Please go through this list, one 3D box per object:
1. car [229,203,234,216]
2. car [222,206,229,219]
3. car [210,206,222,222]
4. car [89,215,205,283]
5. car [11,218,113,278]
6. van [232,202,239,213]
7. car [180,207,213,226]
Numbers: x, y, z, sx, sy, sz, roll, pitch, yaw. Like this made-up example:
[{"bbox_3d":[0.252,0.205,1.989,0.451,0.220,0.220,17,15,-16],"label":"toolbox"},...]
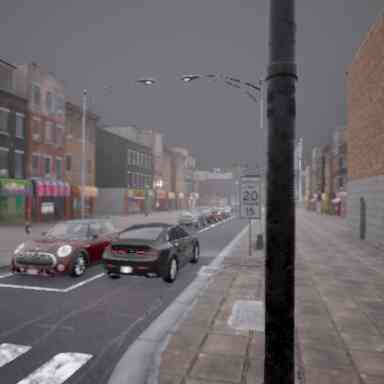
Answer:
[{"bbox_3d":[3.809,2.477,42.236,1.752,1.417,4.829,0,-1,13],"label":"car"},{"bbox_3d":[2.586,2.266,37.119,1.967,1.590,4.097,0,-1,13],"label":"car"},{"bbox_3d":[1.321,2.241,31.833,1.887,1.381,4.507,0,-1,13],"label":"car"},{"bbox_3d":[-1.054,1.720,10.542,1.837,1.490,4.892,0,-1,13],"label":"car"},{"bbox_3d":[-3.732,1.623,10.702,1.967,1.590,4.097,0,-1,13],"label":"car"},{"bbox_3d":[7.640,2.690,58.255,1.690,1.788,3.998,0,-1,13],"label":"van"},{"bbox_3d":[0.058,2.118,26.550,2.008,1.369,4.403,0,-1,13],"label":"car"}]
